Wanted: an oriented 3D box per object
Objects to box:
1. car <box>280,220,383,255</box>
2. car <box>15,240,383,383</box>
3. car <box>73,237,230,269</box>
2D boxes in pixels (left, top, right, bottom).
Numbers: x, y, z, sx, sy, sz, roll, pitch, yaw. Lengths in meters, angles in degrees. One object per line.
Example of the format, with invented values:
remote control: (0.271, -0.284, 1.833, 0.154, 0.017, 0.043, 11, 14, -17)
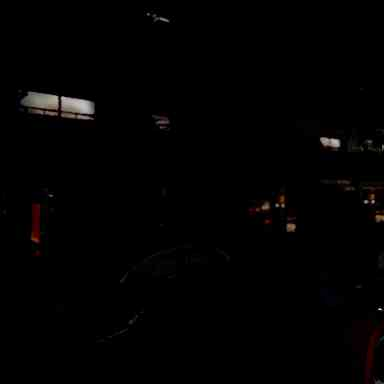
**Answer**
car: (3.765, 1.554, 9.252, 4.507, 1.381, 1.887, 0, 0, -36)
car: (0.486, 1.566, 3.706, 4.181, 1.385, 1.994, 0, 0, -36)
car: (-0.733, 1.554, 6.043, 4.403, 1.369, 2.008, 0, 0, -36)
